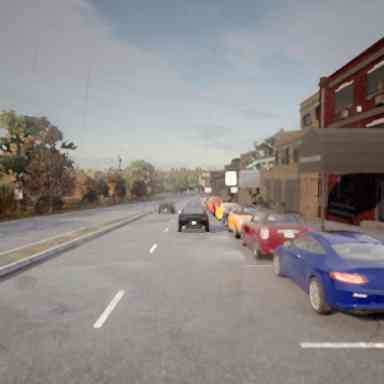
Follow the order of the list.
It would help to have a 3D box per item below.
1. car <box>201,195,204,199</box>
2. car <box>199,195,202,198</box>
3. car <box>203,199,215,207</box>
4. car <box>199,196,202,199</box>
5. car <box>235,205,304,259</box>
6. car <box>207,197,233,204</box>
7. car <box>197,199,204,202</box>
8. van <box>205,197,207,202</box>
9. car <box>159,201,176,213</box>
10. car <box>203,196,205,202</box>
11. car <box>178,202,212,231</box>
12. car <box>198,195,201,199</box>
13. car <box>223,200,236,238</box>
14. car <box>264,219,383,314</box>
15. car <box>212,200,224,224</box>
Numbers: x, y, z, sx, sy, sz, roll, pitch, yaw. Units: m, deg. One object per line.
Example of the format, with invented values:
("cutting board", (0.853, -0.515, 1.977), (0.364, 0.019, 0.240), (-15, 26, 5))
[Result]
("car", (3.234, 1.834, 57.427), (2.185, 1.767, 4.553), (0, 0, 0))
("car", (3.237, 2.142, 79.617), (1.946, 1.575, 5.366), (0, 0, 0))
("car", (3.236, 2.045, 62.855), (2.002, 1.452, 4.674), (0, 0, 0))
("car", (3.236, 2.052, 68.376), (2.231, 1.521, 4.892), (0, 0, 0))
("car", (3.226, 1.466, 13.227), (2.185, 1.767, 4.553), (0, 0, 0))
("car", (3.230, 1.524, 35.263), (2.435, 2.045, 5.566), (0, 0, 0))
("car", (0.106, 1.893, 41.209), (2.033, 1.411, 5.357), (0, 0, 0))
("van", (3.232, 1.643, 46.526), (1.878, 1.987, 4.442), (0, 0, 0))
("car", (-3.144, 1.859, 42.162), (1.837, 1.490, 4.892), (0, 0, 0))
("car", (3.234, 1.788, 51.903), (2.185, 1.767, 4.553), (0, 0, 0))
("car", (0.103, 1.661, 21.854), (1.882, 1.535, 5.008), (0, -1, 0))
("car", (3.240, 2.063, 84.928), (2.185, 1.767, 4.553), (0, 0, 0))
("car", (3.228, 1.512, 18.753), (2.185, 1.767, 4.553), (0, 0, 0))
("car", (3.226, 1.584, 7.605), (2.002, 1.452, 4.674), (0, 0, 0))
("car", (3.230, 1.730, 29.828), (2.097, 1.535, 5.008), (0, 0, 0))
